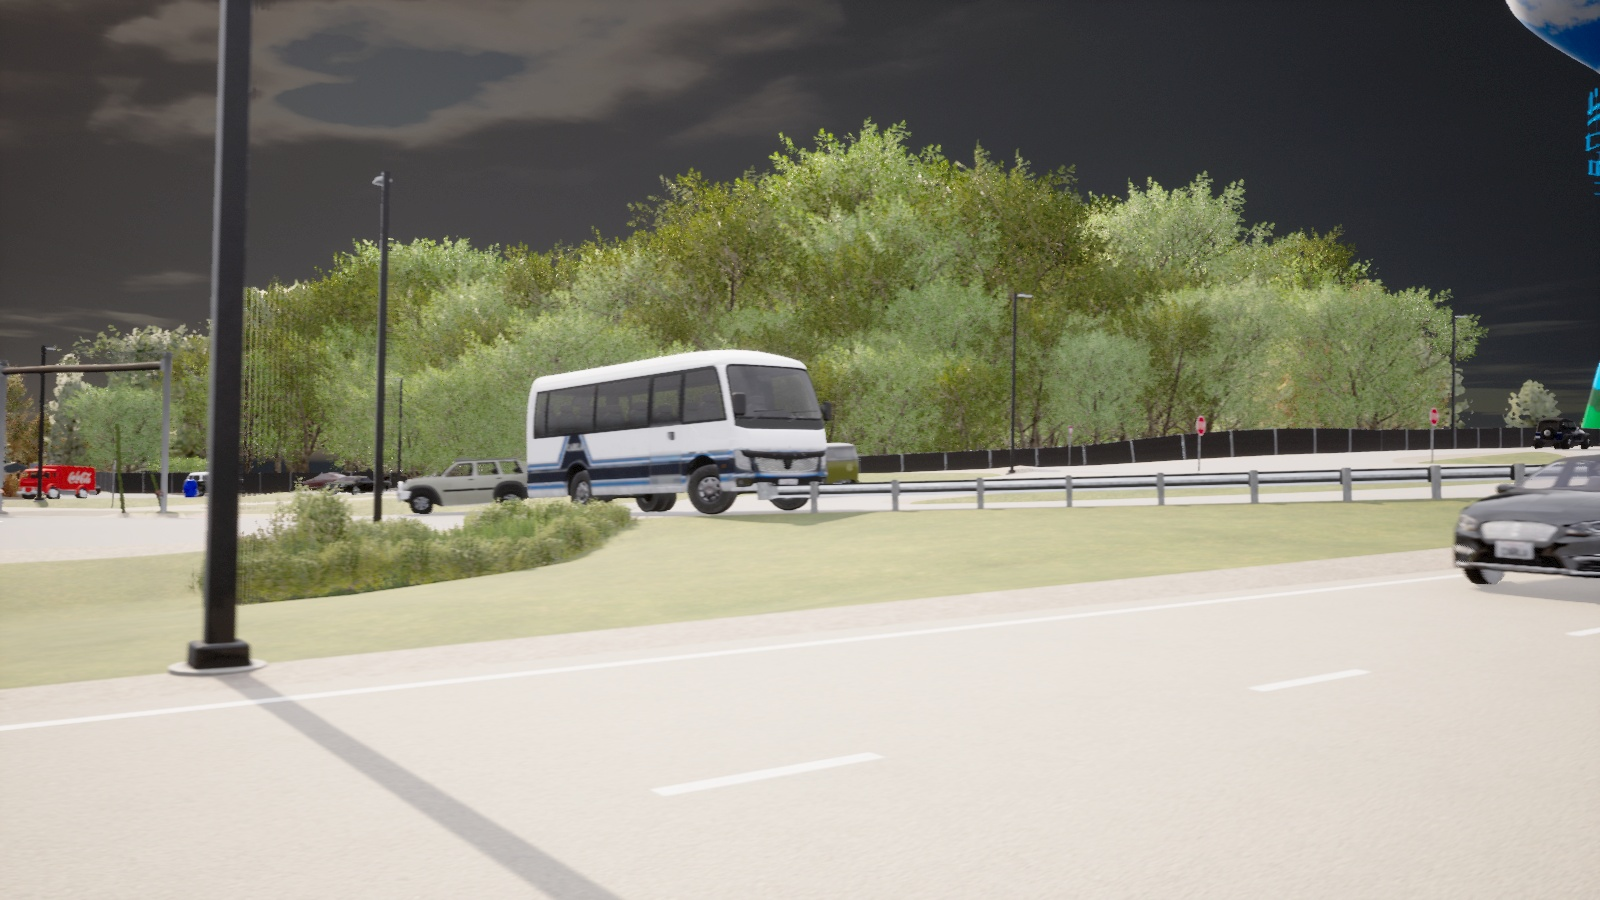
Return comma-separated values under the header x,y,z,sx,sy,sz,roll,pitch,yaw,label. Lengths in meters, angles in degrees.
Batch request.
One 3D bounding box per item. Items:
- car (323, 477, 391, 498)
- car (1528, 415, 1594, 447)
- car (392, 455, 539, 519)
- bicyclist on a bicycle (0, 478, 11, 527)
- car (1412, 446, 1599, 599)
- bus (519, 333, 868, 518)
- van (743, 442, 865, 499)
x,y,z,sx,sy,sz,roll,pitch,yaw,label
-30.005,2.543,85.201,1.895,1.301,4.718,0,0,19,car
45.721,-1.174,75.428,3.866,1.878,1.905,-1,2,-34,car
-11.264,1.254,42.368,4.605,1.855,1.932,-3,-2,-16,car
-26.693,1.731,41.205,1.509,1.612,0.866,-2,-2,36,bicyclist on a bicycle
9.426,0.714,14.484,4.902,1.511,2.128,0,0,-35,car
-3.272,-0.379,34.562,3.944,4.253,10.273,0,-3,-43,bus
0.176,0.754,48.651,4.442,1.987,1.775,-3,1,-34,van
